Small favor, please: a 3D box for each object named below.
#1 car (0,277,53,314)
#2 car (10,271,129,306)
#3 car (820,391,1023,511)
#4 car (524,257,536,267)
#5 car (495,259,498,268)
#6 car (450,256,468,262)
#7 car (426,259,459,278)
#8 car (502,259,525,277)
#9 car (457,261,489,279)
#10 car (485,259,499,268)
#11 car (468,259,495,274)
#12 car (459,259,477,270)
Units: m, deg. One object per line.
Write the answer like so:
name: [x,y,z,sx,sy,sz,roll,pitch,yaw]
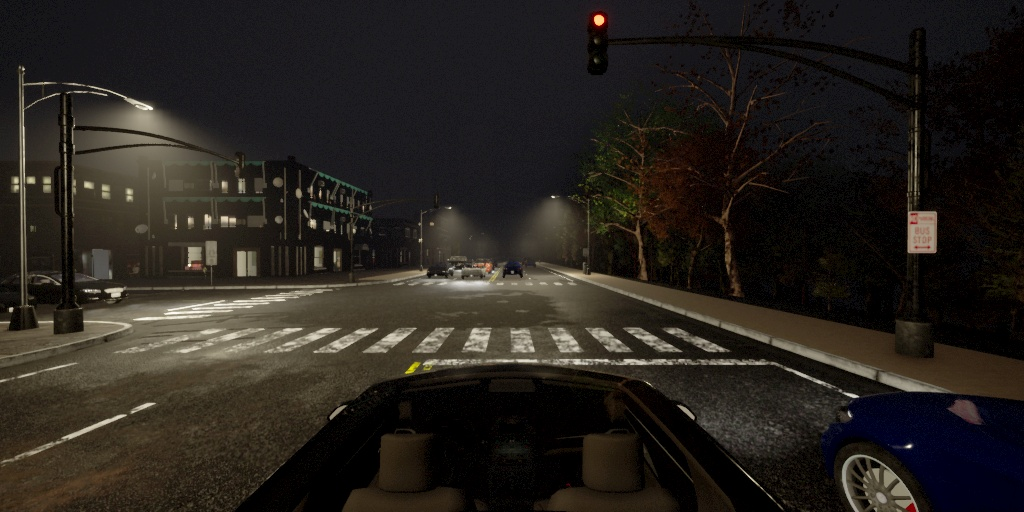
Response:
car: [-19.970,1.565,12.853,4.313,1.339,1.948,0,0,0]
car: [-19.651,1.459,15.561,4.902,1.511,2.128,-1,1,0]
car: [3.358,1.276,0.888,1.812,1.442,4.674,0,0,1]
car: [3.227,1.274,63.694,2.033,1.411,5.357,0,0,0]
car: [-3.436,1.224,51.286,2.128,1.511,4.902,0,0,0]
car: [-6.674,0.957,44.237,2.150,2.045,5.566,0,0,0]
car: [-6.659,1.287,34.001,2.033,1.411,5.357,0,0,0]
car: [0.048,1.265,34.692,1.812,1.442,4.674,0,0,0]
car: [-3.407,1.341,32.282,1.895,1.301,4.718,0,0,0]
car: [-3.431,1.219,61.705,2.128,1.511,4.902,0,0,0]
car: [-3.423,1.088,41.254,2.097,1.767,4.553,0,0,0]
car: [-6.696,1.222,54.641,2.128,1.511,4.902,0,0,0]
